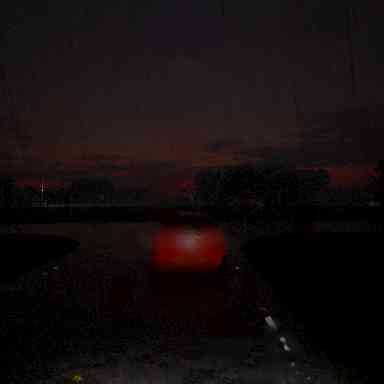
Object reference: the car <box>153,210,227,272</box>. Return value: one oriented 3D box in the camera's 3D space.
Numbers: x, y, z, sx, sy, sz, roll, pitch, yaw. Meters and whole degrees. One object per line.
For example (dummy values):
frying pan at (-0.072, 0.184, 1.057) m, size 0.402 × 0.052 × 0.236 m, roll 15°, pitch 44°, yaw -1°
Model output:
car at (-0.115, 1.417, 11.237) m, size 2.097 × 1.767 × 4.553 m, roll 0°, pitch 0°, yaw -2°
